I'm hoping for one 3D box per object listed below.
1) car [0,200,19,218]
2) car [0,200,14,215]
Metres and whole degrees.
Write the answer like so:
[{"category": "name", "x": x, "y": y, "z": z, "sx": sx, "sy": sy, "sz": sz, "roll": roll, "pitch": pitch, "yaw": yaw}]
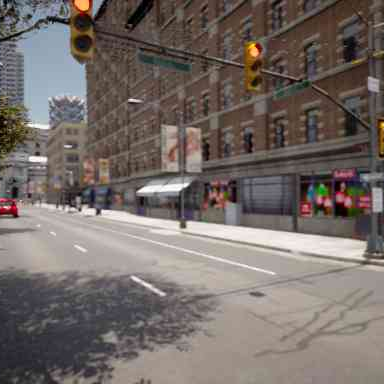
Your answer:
[{"category": "car", "x": -21.709, "y": 1.996, "z": 39.098, "sx": 2.150, "sy": 2.045, "sz": 5.566, "roll": 0, "pitch": -1, "yaw": -31}, {"category": "car", "x": -27.096, "y": 2.179, "z": 48.016, "sx": 2.150, "sy": 2.045, "sz": 5.566, "roll": 0, "pitch": -1, "yaw": -31}]
